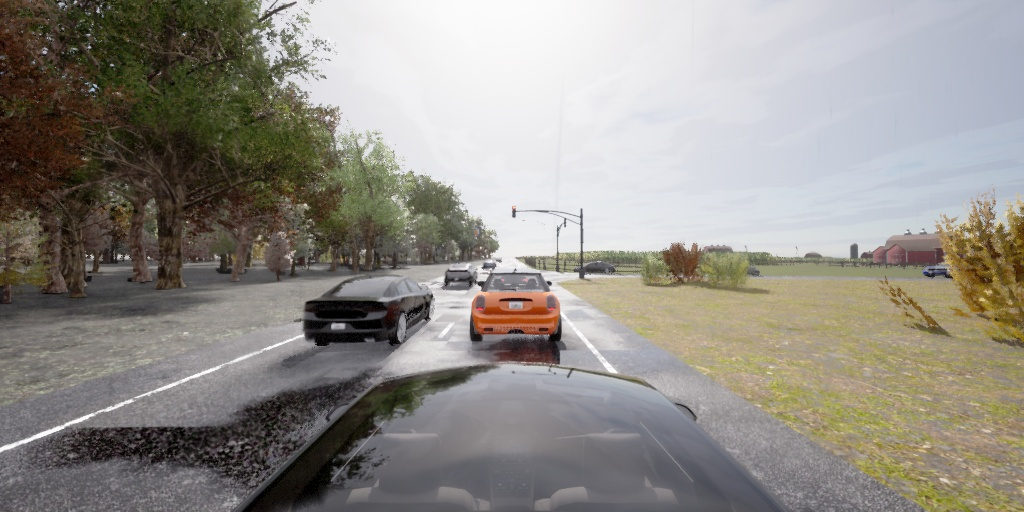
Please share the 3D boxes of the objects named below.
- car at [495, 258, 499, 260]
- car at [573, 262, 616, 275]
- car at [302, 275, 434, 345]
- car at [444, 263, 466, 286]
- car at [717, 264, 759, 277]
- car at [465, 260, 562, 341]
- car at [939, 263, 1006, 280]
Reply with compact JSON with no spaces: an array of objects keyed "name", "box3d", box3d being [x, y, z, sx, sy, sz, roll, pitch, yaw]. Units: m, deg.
[{"name":"car","box3d":[-3.555,1.319,57.482,1.994,1.385,4.181,0,0,0]},{"name":"car","box3d":[9.649,1.431,42.110,4.892,1.490,1.837,1,-1,11]},{"name":"car","box3d":[-3.419,1.229,9.507,1.882,1.535,5.008,0,0,0]},{"name":"car","box3d":[-3.462,1.247,24.935,2.128,1.511,4.902,0,0,0]},{"name":"car","box3d":[25.990,1.655,41.337,4.181,1.385,1.994,1,-1,0]},{"name":"car","box3d":[0.079,1.104,9.993,2.097,1.767,4.553,0,0,0]},{"name":"car","box3d":[48.883,1.772,37.669,4.902,1.511,2.128,1,-1,1]}]
